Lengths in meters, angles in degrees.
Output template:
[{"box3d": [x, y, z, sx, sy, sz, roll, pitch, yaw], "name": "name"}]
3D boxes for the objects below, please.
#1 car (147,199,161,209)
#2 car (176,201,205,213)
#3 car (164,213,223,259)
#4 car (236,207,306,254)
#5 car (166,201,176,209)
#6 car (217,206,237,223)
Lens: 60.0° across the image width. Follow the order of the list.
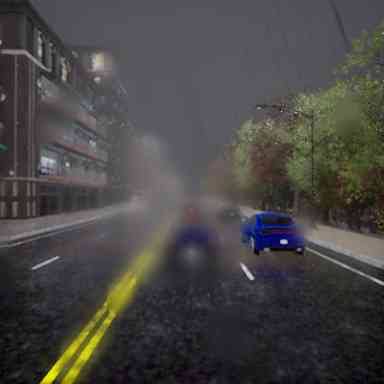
[{"box3d": [-6.592, 1.962, 57.901, 2.097, 1.767, 4.553, 0, -1, 0], "name": "car"}, {"box3d": [0.008, 1.650, 28.413, 2.097, 1.767, 4.553, 0, -1, 0], "name": "car"}, {"box3d": [0.010, 1.741, 13.244, 1.895, 1.301, 4.718, 0, -1, 0], "name": "car"}, {"box3d": [3.269, 1.627, 14.222, 1.882, 1.535, 5.008, 0, 0, 0], "name": "car"}, {"box3d": [-3.330, 2.205, 57.362, 1.895, 1.301, 4.718, 0, -1, 1], "name": "car"}, {"box3d": [3.256, 1.863, 28.424, 1.994, 1.385, 4.181, 0, -1, 0], "name": "car"}]
